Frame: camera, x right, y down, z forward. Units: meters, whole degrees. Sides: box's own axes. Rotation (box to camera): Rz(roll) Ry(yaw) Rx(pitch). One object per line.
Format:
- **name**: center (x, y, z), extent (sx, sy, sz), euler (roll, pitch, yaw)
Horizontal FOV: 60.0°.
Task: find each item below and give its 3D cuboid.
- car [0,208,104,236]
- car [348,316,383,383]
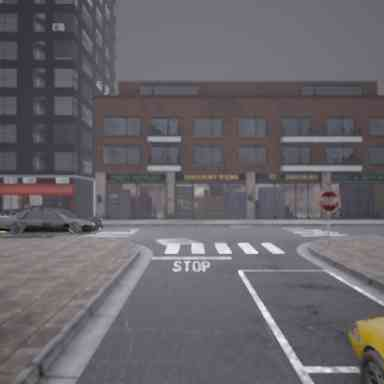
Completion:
- **car**: center (-7.606, 1.591, 17.862), extent (5.357, 1.411, 2.033), euler (0, -1, 0)
- **car**: center (2.643, 1.531, 1.945), extent (1.752, 1.417, 4.829), euler (0, 0, 0)
